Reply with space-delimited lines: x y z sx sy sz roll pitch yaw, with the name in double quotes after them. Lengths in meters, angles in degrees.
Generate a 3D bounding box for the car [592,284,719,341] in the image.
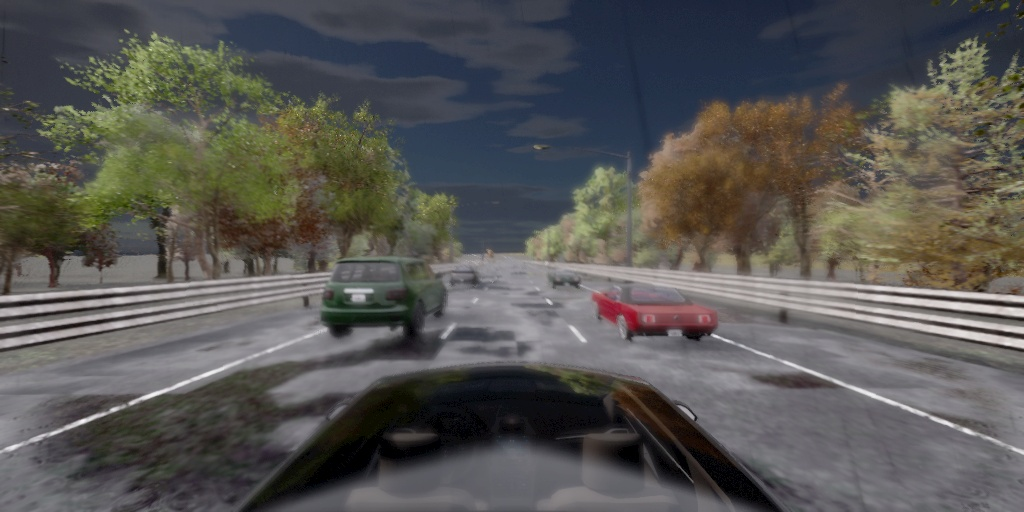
3.600 1.436 10.112 1.895 1.301 4.718 0 -1 0 "car"

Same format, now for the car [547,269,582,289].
3.606 1.597 25.468 1.895 1.301 4.718 0 -1 0 "car"

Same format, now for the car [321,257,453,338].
-3.399 1.063 10.660 2.150 2.045 5.566 0 -1 0 "car"

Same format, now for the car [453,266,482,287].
-3.393 1.504 26.921 2.128 1.511 4.902 0 -1 0 "car"
